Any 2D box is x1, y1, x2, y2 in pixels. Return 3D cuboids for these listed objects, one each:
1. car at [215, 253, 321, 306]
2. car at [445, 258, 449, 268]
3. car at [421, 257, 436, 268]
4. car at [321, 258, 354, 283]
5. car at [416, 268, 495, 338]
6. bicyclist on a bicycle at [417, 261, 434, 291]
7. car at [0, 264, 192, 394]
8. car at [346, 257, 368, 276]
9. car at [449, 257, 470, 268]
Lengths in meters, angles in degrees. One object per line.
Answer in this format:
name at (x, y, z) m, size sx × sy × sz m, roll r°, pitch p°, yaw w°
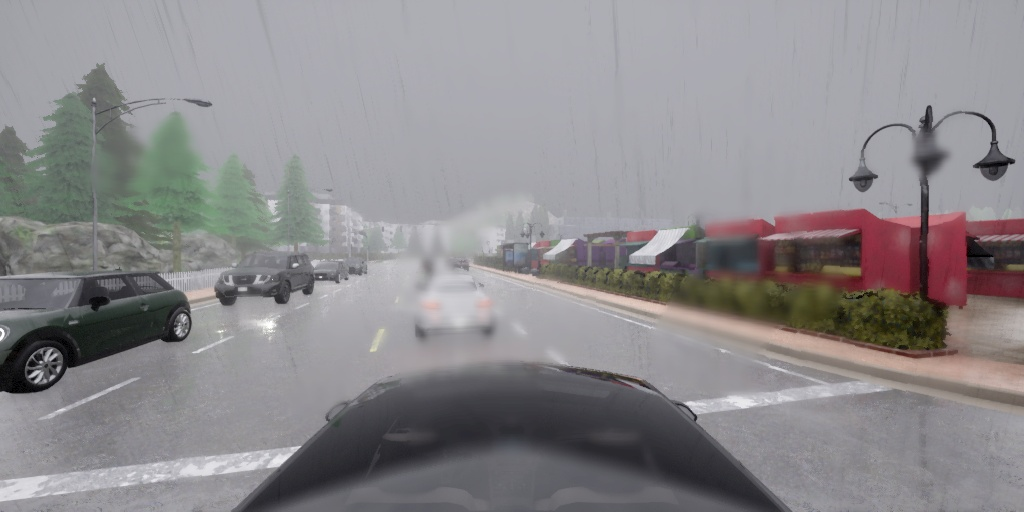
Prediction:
car at (-10.458, 0.876, 15.755) m, size 2.150 × 2.045 × 5.566 m, roll 0°, pitch 0°, yaw -14°
car at (-8.441, 0.873, 51.392) m, size 1.882 × 1.535 × 5.008 m, roll 0°, pitch 0°, yaw -14°
car at (-11.830, 0.904, 50.835) m, size 1.837 × 1.490 × 4.892 m, roll 0°, pitch 0°, yaw -14°
car at (-12.852, 1.089, 25.352) m, size 1.837 × 1.490 × 4.892 m, roll 0°, pitch 0°, yaw -14°
car at (-1.660, 1.224, 9.975) m, size 1.812 × 1.442 × 4.674 m, roll 0°, pitch 0°, yaw -13°
bicyclist on a bicycle at (-4.683, 1.079, 19.768) m, size 0.582 × 1.620 × 1.656 m, roll 0°, pitch 1°, yaw 24°
car at (-8.133, 1.076, 6.352) m, size 2.097 × 1.767 × 4.553 m, roll 0°, pitch 0°, yaw -13°
car at (-14.827, 0.878, 33.313) m, size 2.097 × 1.767 × 4.553 m, roll 0°, pitch 0°, yaw -14°
car at (-6.079, 0.967, 42.357) m, size 1.837 × 1.490 × 4.892 m, roll 0°, pitch 0°, yaw -14°
